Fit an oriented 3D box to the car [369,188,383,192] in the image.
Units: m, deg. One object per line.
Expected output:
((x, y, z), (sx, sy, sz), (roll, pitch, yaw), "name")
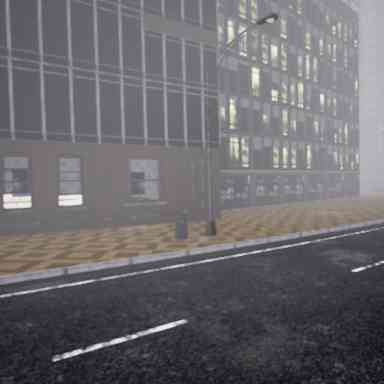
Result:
((41.605, -0.491, 73.680), (1.802, 1.307, 4.206), (-2, 2, -42), "car")
